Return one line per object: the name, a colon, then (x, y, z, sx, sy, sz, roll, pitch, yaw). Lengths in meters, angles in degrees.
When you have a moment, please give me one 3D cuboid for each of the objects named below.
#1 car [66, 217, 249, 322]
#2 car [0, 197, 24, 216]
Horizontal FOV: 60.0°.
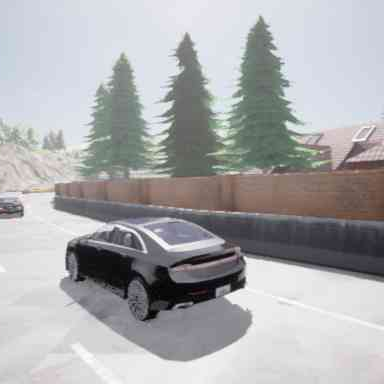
car: (-1.078, 1.283, 6.948, 2.128, 1.511, 4.902, -3, 2, -40)
car: (-14.044, 1.120, 25.578, 2.033, 1.411, 5.357, -3, 2, -30)
